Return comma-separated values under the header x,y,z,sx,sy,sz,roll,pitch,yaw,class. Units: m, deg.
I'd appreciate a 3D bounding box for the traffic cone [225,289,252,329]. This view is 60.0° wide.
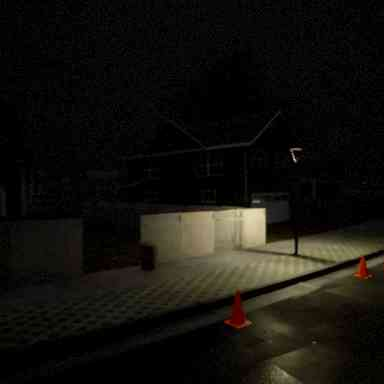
x,y,z,sx,sy,sz,roll,pitch,yaw,class
0.792,1.956,5.697,0.340,0.580,0.340,0,0,-38,traffic cone

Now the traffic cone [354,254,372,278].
x,y,z,sx,sy,sz,roll,pitch,yaw,class
4.544,1.945,8.824,0.340,0.580,0.340,0,0,-41,traffic cone
